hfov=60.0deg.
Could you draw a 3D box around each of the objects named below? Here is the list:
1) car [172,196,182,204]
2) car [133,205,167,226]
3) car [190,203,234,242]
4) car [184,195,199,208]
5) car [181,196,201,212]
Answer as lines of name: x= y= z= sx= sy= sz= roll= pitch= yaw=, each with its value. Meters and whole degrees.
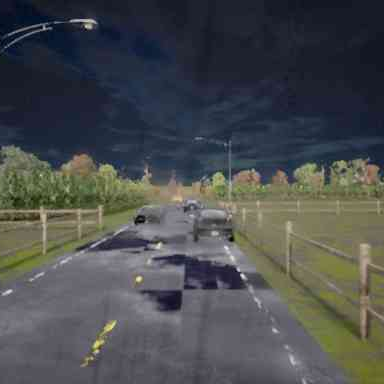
car: x=-2.776 y=1.444 z=63.865 sx=1.882 sy=1.535 sz=5.008 roll=0 pitch=0 yaw=0
car: x=-2.852 y=1.601 z=23.225 sx=1.895 sy=1.301 sz=4.718 roll=0 pitch=0 yaw=0
car: x=0.960 y=1.506 z=16.375 sx=1.837 sy=1.490 sz=4.892 roll=0 pitch=0 yaw=0
car: x=0.003 y=1.335 z=48.843 sx=2.097 sy=1.767 sz=4.553 roll=0 pitch=0 yaw=0
car: x=0.032 y=1.520 z=38.103 sx=1.812 sy=1.442 sz=4.674 roll=0 pitch=0 yaw=1
